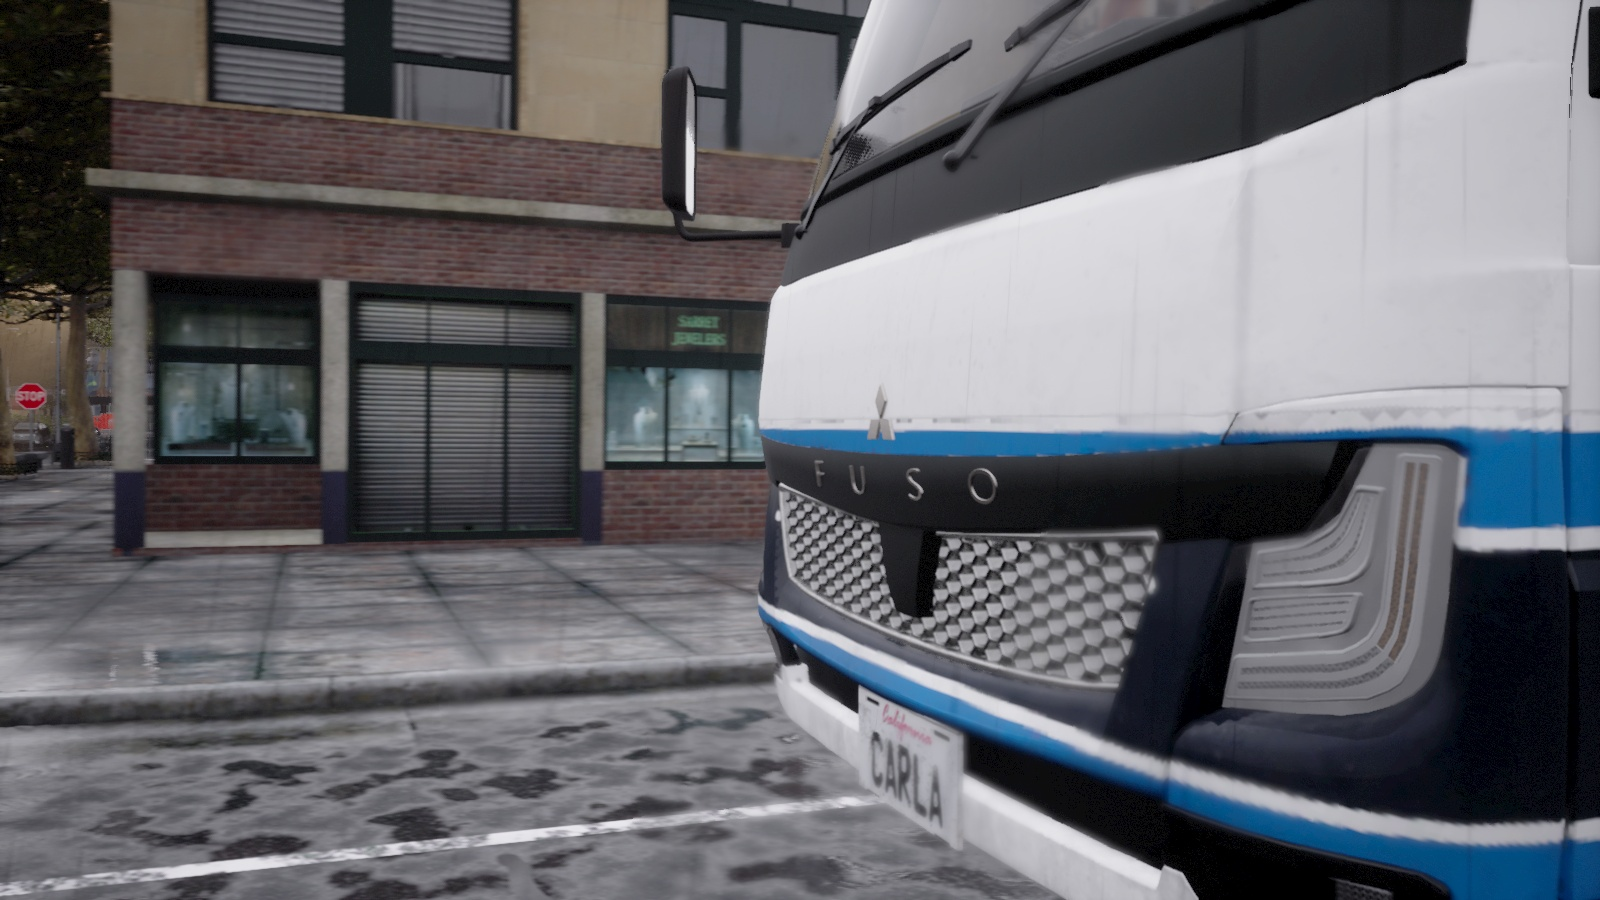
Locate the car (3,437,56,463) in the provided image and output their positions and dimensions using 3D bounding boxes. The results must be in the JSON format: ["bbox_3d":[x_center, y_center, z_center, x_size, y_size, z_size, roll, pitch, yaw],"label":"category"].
[{"bbox_3d":[-48.487,-0.017,79.118,2.007,1.525,4.514,-1,1,-21],"label":"car"}]

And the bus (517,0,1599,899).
[{"bbox_3d":[4.407,-0.707,4.896,10.273,4.253,3.944,-1,1,-21],"label":"bus"}]

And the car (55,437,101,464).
[{"bbox_3d":[-43.247,0.021,75.266,1.789,1.549,3.705,-1,1,-21],"label":"car"}]
